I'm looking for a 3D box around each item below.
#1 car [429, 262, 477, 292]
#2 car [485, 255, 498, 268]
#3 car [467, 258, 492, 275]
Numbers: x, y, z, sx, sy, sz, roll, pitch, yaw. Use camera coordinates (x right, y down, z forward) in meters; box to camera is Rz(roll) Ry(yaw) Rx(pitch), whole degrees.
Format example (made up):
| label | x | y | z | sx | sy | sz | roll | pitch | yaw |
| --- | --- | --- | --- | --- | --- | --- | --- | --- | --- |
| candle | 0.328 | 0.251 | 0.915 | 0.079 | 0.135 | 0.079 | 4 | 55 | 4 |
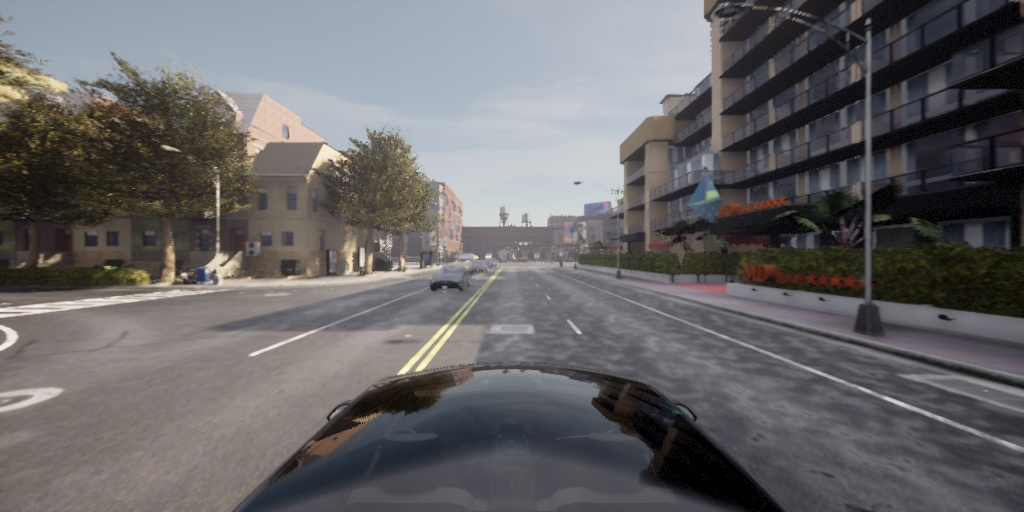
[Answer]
| label | x | y | z | sx | sy | sz | roll | pitch | yaw |
| --- | --- | --- | --- | --- | --- | --- | --- | --- | --- |
| car | -3.602 | 1.298 | 21.821 | 2.033 | 1.411 | 5.357 | 0 | 0 | 0 |
| car | -3.506 | 1.104 | 60.097 | 2.097 | 1.767 | 4.553 | 0 | 0 | 0 |
| car | -3.591 | 1.254 | 39.680 | 1.837 | 1.490 | 4.892 | 0 | 0 | 0 |
